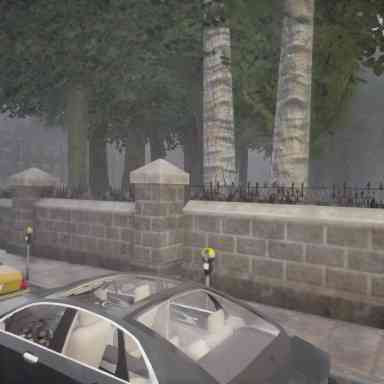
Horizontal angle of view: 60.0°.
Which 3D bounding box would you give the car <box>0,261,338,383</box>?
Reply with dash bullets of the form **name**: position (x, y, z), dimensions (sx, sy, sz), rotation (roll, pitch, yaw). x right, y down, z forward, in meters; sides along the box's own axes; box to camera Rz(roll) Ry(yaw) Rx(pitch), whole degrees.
- **car**: position (-0.865, 1.550, 3.412), dimensions (4.403, 1.369, 2.008), rotation (0, 1, 36)
